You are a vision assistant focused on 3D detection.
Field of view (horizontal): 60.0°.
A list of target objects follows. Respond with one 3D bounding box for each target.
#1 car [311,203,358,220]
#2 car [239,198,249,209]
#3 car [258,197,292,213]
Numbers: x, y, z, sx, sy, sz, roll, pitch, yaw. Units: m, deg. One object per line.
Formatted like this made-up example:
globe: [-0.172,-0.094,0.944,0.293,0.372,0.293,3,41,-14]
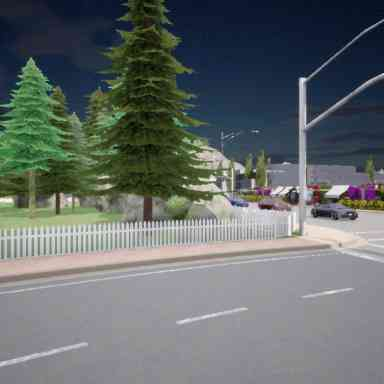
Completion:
car: [12.066,1.619,28.416,1.994,1.385,4.181,0,0,-16]
car: [6.382,1.533,47.601,1.882,1.535,5.008,0,0,-17]
car: [9.312,1.408,37.707,2.097,1.767,4.553,0,0,-16]
